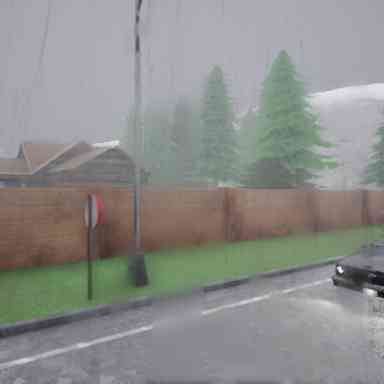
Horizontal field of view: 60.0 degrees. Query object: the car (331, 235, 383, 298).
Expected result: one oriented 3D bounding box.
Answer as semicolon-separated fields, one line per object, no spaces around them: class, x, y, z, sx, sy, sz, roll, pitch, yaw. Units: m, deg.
car;5.616;1.548;7.966;5.357;1.411;2.033;0;0;-35
